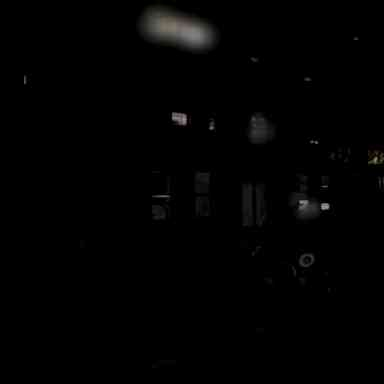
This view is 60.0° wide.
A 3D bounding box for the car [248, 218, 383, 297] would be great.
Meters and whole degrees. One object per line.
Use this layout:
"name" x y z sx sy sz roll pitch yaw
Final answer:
"car" 3.333 1.436 8.488 4.097 1.590 1.967 0 -1 -35
